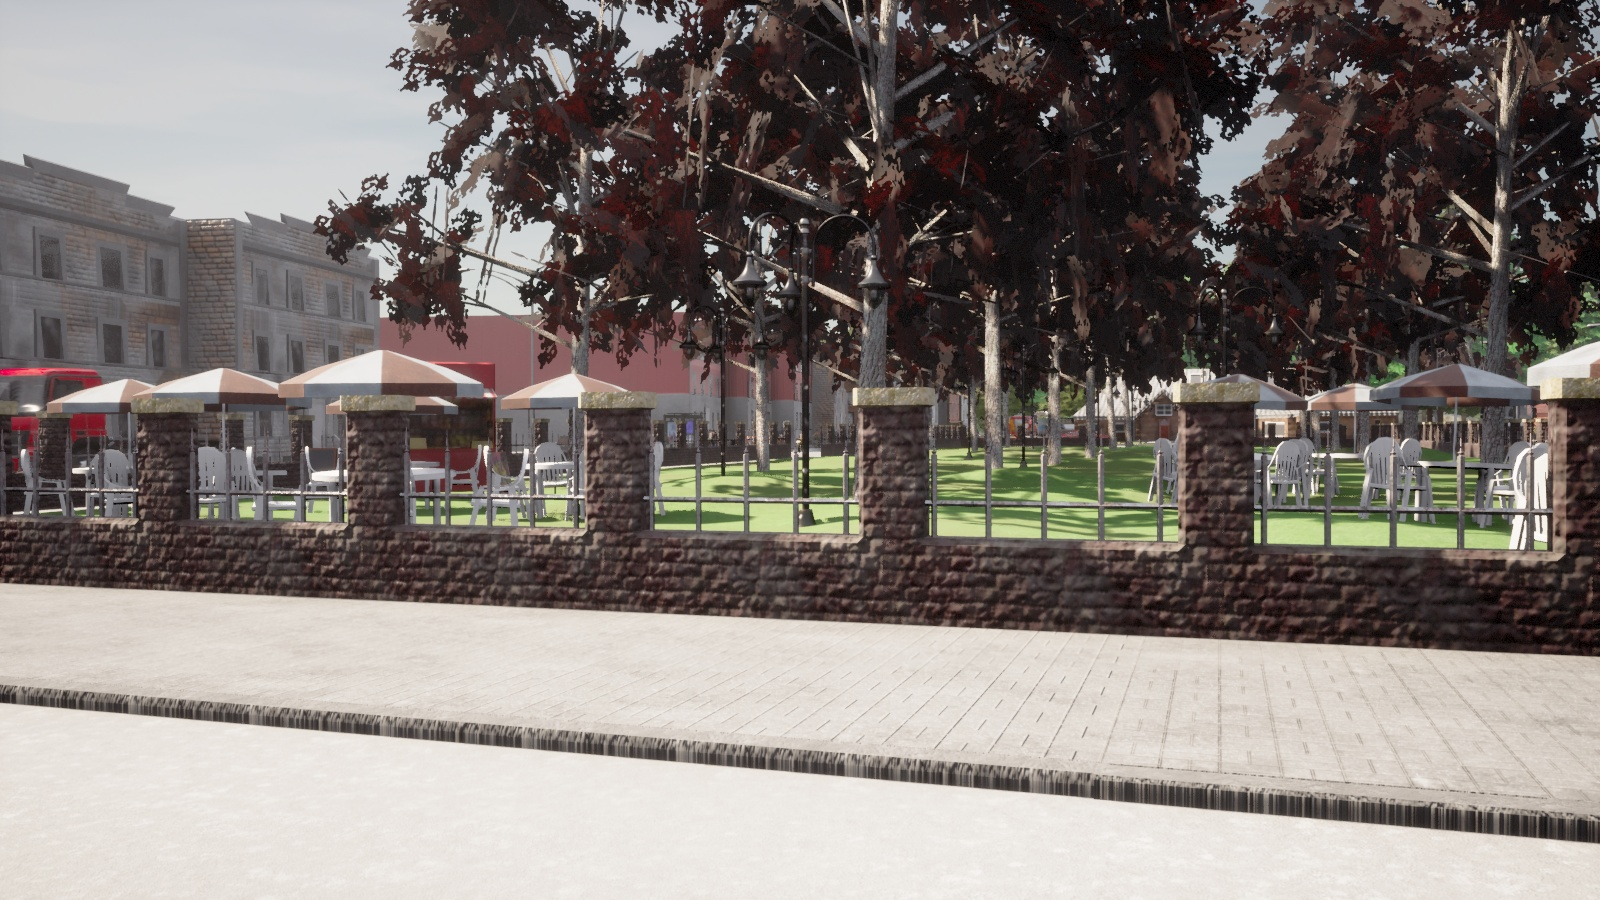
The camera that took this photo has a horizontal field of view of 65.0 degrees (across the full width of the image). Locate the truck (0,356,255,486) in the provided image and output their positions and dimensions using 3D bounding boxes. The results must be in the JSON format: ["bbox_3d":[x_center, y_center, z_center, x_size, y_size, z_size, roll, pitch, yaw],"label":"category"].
[{"bbox_3d":[-20.323,-0.831,37.457,2.891,3.462,7.936,1,1,18],"label":"truck"}]

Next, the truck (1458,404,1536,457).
[{"bbox_3d":[47.844,-1.360,86.422,2.891,3.462,7.936,0,1,15],"label":"truck"}]
